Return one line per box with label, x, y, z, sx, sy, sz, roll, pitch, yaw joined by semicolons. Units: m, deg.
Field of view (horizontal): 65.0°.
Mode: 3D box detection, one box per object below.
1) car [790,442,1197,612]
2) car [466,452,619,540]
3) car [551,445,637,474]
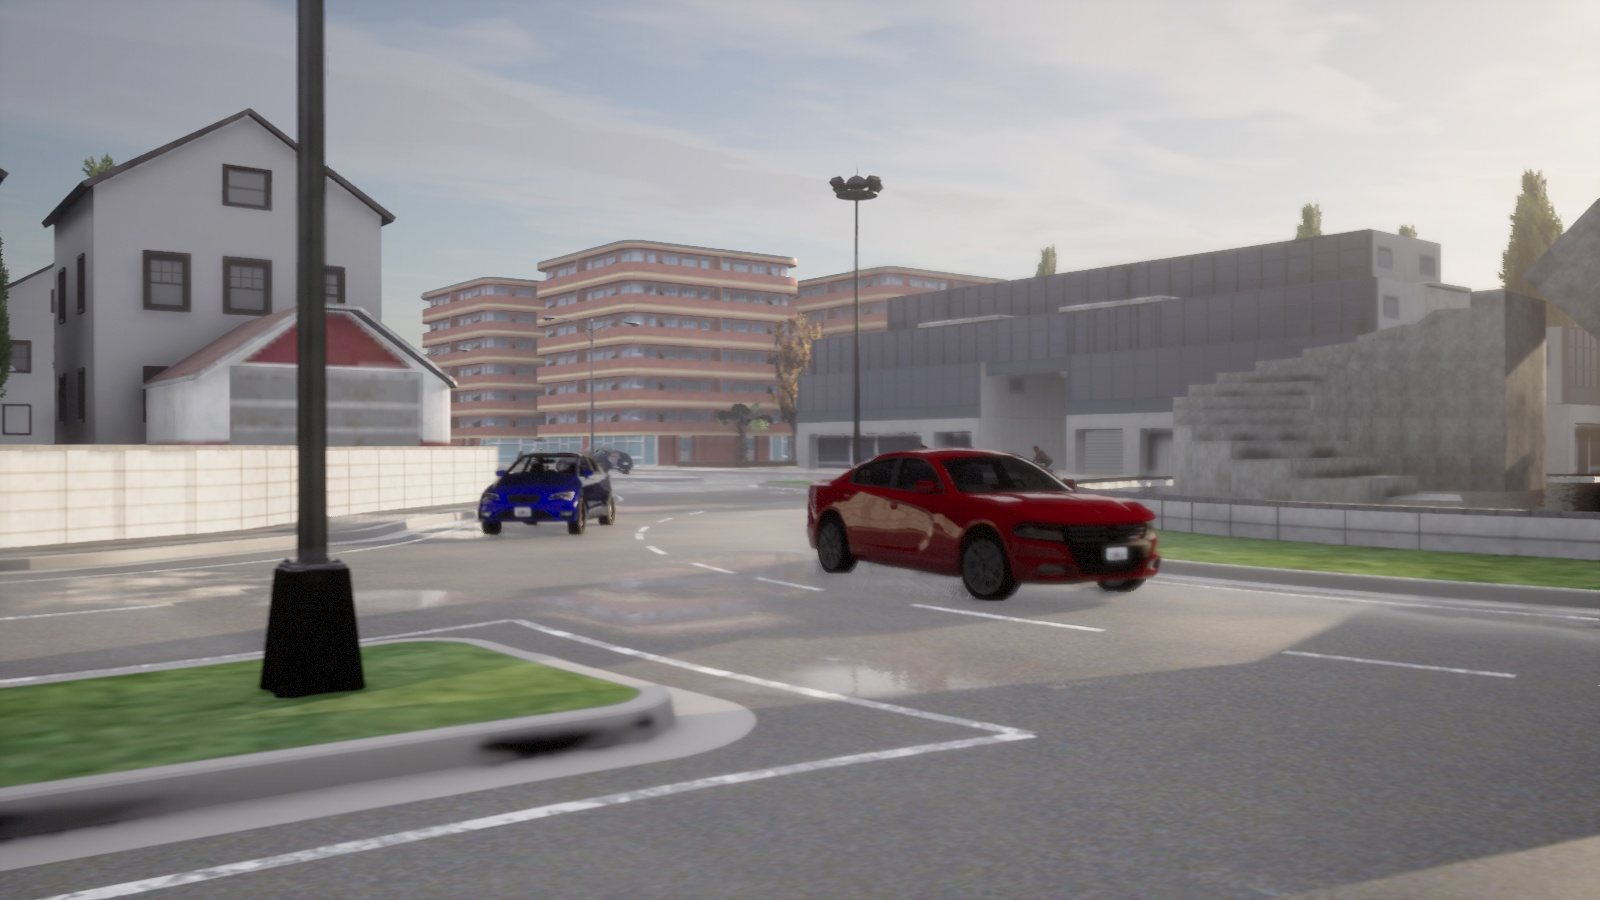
car;1.874;0.705;14.049;1.882;1.535;5.008;-1;0;-28
car;-4.630;0.777;23.192;1.816;1.474;4.193;0;0;2
car;-12.473;0.566;76.033;5.027;1.651;2.152;0;0;34
